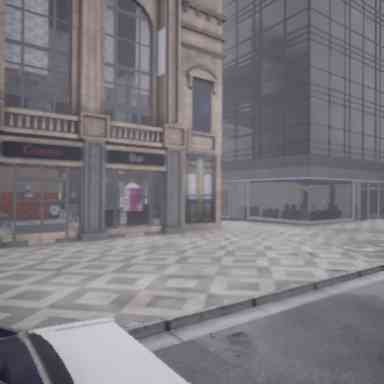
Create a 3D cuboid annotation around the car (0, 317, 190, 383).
[{"bbox_3d":[-2.290,1.598,1.727,4.718,1.301,1.895,0,0,-35],"label":"car"}]
